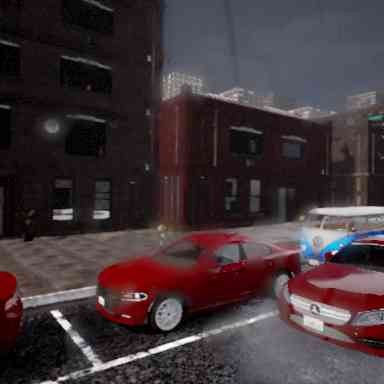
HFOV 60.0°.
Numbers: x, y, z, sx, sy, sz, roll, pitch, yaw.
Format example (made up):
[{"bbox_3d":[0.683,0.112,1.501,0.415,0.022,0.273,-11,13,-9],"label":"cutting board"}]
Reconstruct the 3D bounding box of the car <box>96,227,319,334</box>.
[{"bbox_3d":[0.346,1.552,6.790,4.507,1.381,1.887,0,1,-35],"label":"car"}]

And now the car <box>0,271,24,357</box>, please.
[{"bbox_3d":[-4.323,1.543,3.553,4.507,1.381,1.887,0,1,-35],"label":"car"}]

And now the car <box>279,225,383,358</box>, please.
[{"bbox_3d":[3.549,1.536,5.896,4.674,1.442,1.812,0,0,-36],"label":"car"}]

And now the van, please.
[{"bbox_3d":[4.980,1.357,10.089,3.998,1.788,1.690,0,1,-35],"label":"van"}]
